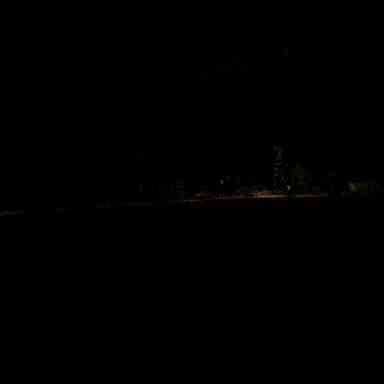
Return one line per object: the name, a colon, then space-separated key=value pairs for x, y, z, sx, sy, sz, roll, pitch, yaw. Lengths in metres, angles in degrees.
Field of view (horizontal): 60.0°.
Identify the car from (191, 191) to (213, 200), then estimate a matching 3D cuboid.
car: x=1.852 y=0.550 z=58.579 sx=1.882 sy=1.535 sz=5.008 roll=-1 pitch=0 yaw=36
